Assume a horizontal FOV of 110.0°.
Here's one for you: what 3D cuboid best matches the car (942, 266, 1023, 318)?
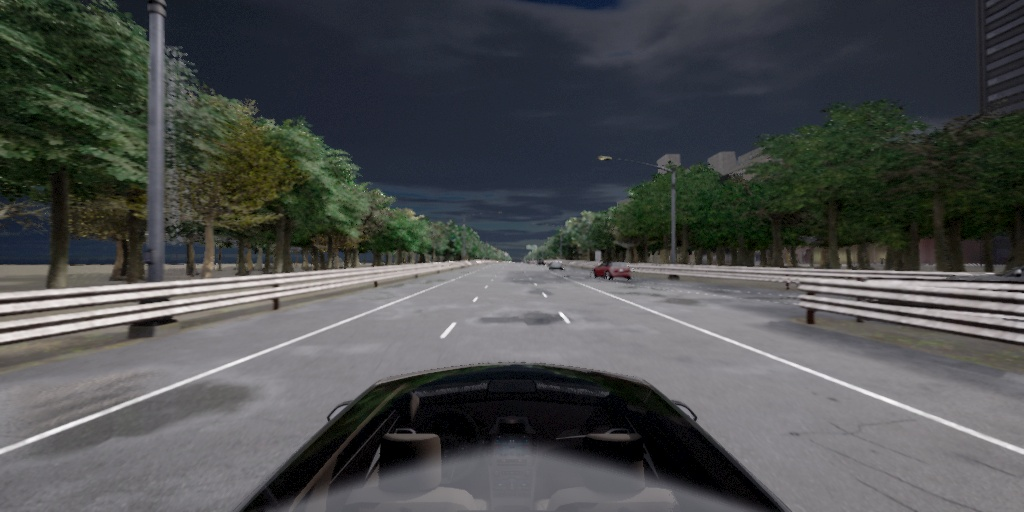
[{"bbox_3d":[16.367,0.962,10.323,2.150,2.045,5.566,0,-1,-24],"label":"car"}]

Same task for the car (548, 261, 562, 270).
[{"bbox_3d":[6.933,1.545,57.675,1.994,1.385,4.181,0,0,1],"label":"car"}]

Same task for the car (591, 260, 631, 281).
[{"bbox_3d":[9.044,1.251,33.038,2.097,1.767,4.553,0,0,-10],"label":"car"}]
